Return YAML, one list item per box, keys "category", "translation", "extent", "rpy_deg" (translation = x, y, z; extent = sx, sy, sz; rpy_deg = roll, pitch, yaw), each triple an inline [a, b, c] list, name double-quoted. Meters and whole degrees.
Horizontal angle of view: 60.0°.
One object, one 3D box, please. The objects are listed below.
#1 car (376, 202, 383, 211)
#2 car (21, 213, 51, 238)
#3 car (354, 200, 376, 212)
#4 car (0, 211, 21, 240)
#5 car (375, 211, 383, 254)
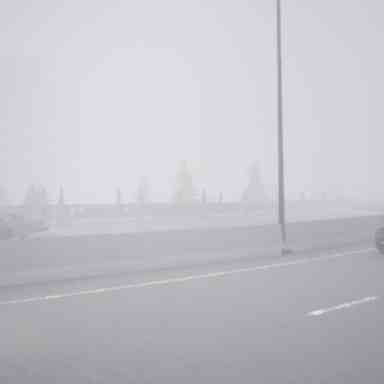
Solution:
- category: "car"
  translation: [24.138, 1.809, 39.827]
  extent: [4.718, 1.301, 1.895]
  rpy_deg: [0, -1, -44]
- category: "car"
  translation: [-10.404, 1.720, 17.585]
  extent: [5.357, 1.411, 2.033]
  rpy_deg: [0, 0, -25]
- category: "car"
  translation: [23.194, 1.800, 43.771]
  extent: [5.357, 1.411, 2.033]
  rpy_deg: [0, -1, -44]
- category: "car"
  translation: [-10.110, 1.637, 13.955]
  extent: [4.902, 1.511, 2.128]
  rpy_deg: [0, 0, -25]
- category: "car"
  translation: [8.717, 1.552, 12.362]
  extent: [4.892, 1.490, 1.837]
  rpy_deg: [0, 0, -34]
